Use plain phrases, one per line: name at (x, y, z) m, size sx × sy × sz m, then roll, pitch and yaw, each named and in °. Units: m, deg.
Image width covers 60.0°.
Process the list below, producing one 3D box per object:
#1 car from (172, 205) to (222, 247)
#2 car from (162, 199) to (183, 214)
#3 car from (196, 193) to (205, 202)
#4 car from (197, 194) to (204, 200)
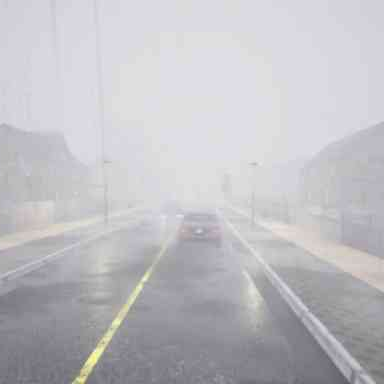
car at (0.352, 1.549, 15.165) m, size 2.033 × 1.411 × 5.357 m, roll 1°, pitch 0°, yaw 1°
car at (-1.905, 1.480, 34.229) m, size 1.812 × 1.442 × 4.674 m, roll 1°, pitch 0°, yaw 1°
car at (2.025, 1.193, 79.594) m, size 2.150 × 2.045 × 5.566 m, roll 1°, pitch 0°, yaw 1°
car at (2.291, 1.322, 89.982) m, size 1.812 × 1.442 × 4.674 m, roll 1°, pitch 0°, yaw 1°
